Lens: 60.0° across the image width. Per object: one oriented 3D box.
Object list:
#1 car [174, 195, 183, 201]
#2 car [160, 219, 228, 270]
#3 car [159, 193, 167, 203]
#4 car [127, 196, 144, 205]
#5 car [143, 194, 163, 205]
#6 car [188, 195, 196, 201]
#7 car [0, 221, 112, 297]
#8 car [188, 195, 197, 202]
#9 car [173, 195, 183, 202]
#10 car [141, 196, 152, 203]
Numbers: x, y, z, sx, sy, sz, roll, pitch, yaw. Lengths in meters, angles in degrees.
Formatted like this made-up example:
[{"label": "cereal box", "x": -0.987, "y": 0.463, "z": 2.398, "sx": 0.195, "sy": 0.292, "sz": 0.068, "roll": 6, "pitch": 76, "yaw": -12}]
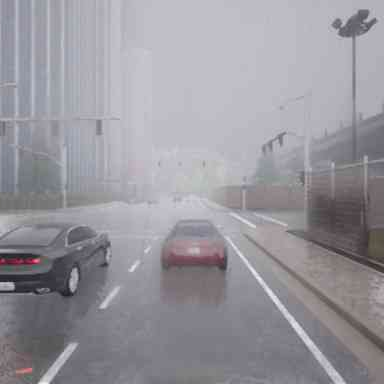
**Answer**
[{"label": "car", "x": -3.487, "y": 1.529, "z": 88.086, "sx": 2.128, "sy": 1.511, "sz": 4.902, "roll": 0, "pitch": 0, "yaw": 0}, {"label": "car", "x": 0.074, "y": 1.581, "z": 11.071, "sx": 1.994, "sy": 1.385, "sz": 4.181, "roll": 0, "pitch": 0, "yaw": 0}, {"label": "car", "x": -6.989, "y": 1.349, "z": 76.506, "sx": 2.150, "sy": 2.045, "sz": 5.566, "roll": 0, "pitch": 0, "yaw": 0}, {"label": "car", "x": -10.526, "y": 1.591, "z": 60.748, "sx": 2.128, "sy": 1.511, "sz": 4.902, "roll": 0, "pitch": 0, "yaw": 1}, {"label": "car", "x": -7.021, "y": 1.647, "z": 60.684, "sx": 2.033, "sy": 1.411, "sz": 5.357, "roll": 0, "pitch": 0, "yaw": 1}, {"label": "car", "x": 0.013, "y": 1.504, "z": 88.086, "sx": 1.837, "sy": 1.490, "sz": 4.892, "roll": 0, "pitch": 0, "yaw": 0}, {"label": "car", "x": -3.440, "y": 1.519, "z": 8.616, "sx": 1.837, "sy": 1.490, "sz": 4.892, "roll": 0, "pitch": 0, "yaw": 0}, {"label": "car", "x": 0.011, "y": 1.646, "z": 77.976, "sx": 1.812, "sy": 1.442, "sz": 4.674, "roll": 0, "pitch": 0, "yaw": 0}, {"label": "car", "x": -3.489, "y": 1.622, "z": 77.662, "sx": 1.837, "sy": 1.490, "sz": 4.892, "roll": 0, "pitch": 0, "yaw": 0}, {"label": "car", "x": -10.489, "y": 1.624, "z": 76.234, "sx": 1.837, "sy": 1.490, "sz": 4.892, "roll": 0, "pitch": 0, "yaw": 0}]
